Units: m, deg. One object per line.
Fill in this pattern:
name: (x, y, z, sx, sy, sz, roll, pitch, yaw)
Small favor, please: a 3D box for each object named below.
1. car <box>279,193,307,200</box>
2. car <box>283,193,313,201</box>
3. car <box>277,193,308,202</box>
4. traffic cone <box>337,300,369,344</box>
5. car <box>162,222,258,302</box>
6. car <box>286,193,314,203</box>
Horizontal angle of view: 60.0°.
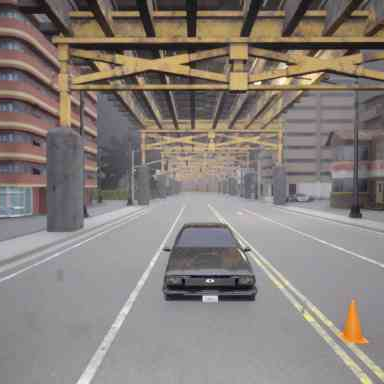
car: (17.876, 0.802, 58.925, 4.536, 1.218, 1.853, 0, 1, 25)
car: (17.529, 0.849, 54.808, 4.536, 1.218, 1.853, 0, 1, -20)
car: (17.829, 0.960, 58.949, 4.974, 1.542, 2.038, 0, 1, 25)
traffic cone: (2.455, 1.949, 5.076, 0.340, 0.580, 0.340, 0, 0, 0)
car: (0.364, 1.534, 8.684, 2.033, 1.411, 5.357, 0, 0, 1)
car: (17.480, 1.007, 54.792, 4.974, 1.542, 2.038, 0, 1, -20)
